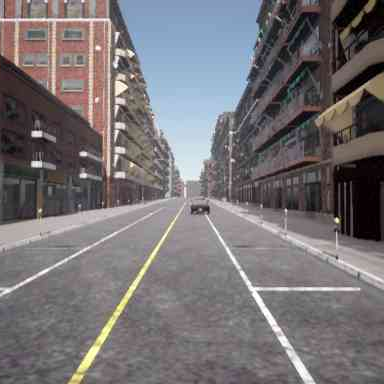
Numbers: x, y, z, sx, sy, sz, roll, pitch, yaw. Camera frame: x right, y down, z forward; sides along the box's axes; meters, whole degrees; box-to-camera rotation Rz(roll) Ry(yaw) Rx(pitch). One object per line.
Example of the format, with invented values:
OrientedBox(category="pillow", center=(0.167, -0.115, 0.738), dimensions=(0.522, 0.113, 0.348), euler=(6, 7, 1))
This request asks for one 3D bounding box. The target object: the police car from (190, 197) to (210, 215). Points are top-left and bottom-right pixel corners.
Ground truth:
OrientedBox(category="police car", center=(0.825, 1.479, 34.643), dimensions=(1.930, 1.638, 5.238), euler=(0, 0, 0))

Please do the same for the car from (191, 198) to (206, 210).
OrientedBox(category="car", center=(0.825, 1.613, 44.537), dimensions=(1.812, 1.442, 4.674), euler=(0, 0, 0))

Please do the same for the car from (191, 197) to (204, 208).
OrientedBox(category="car", center=(0.824, 1.577, 50.731), dimensions=(1.801, 1.575, 5.366), euler=(0, 0, 0))
